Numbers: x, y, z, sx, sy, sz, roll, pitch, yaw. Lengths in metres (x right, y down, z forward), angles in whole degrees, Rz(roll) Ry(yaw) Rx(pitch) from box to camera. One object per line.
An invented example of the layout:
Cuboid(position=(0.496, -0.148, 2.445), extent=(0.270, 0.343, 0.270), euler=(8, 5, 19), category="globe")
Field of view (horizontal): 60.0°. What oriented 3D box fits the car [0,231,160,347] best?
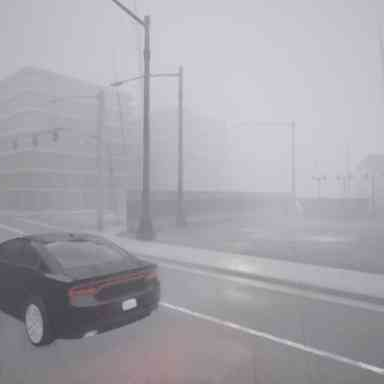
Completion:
Cuboid(position=(-2.803, 1.515, 6.523), extent=(5.008, 1.535, 1.882), euler=(0, -1, 41), category="car")
